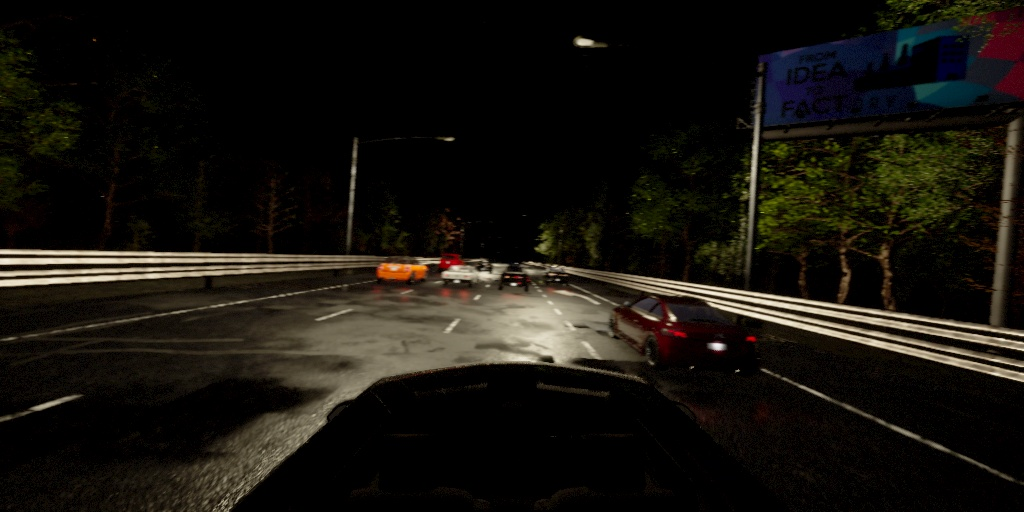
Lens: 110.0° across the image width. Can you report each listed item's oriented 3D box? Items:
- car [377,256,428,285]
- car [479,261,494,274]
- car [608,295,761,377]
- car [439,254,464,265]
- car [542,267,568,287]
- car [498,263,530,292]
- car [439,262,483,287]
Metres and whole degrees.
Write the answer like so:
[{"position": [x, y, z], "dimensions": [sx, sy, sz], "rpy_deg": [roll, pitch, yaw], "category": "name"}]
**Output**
[{"position": [-6.844, 0.788, 22.919], "dimensions": [2.097, 1.767, 4.553], "rpy_deg": [4, 0, 0], "category": "car"}, {"position": [-3.307, 1.354, 43.431], "dimensions": [2.128, 1.511, 4.902], "rpy_deg": [4, 0, 0], "category": "car"}, {"position": [3.708, 1.619, 8.473], "dimensions": [1.994, 1.385, 4.181], "rpy_deg": [4, 0, 0], "category": "car"}, {"position": [-6.788, 0.818, 40.687], "dimensions": [2.150, 2.045, 5.566], "rpy_deg": [4, 0, 0], "category": "car"}, {"position": [3.676, 1.723, 30.907], "dimensions": [2.128, 1.511, 4.902], "rpy_deg": [4, 0, 0], "category": "car"}, {"position": [0.137, 1.432, 23.711], "dimensions": [1.837, 1.490, 4.892], "rpy_deg": [4, 0, 0], "category": "car"}, {"position": [-3.358, 1.290, 24.270], "dimensions": [1.895, 1.301, 4.718], "rpy_deg": [4, 0, 0], "category": "car"}]
